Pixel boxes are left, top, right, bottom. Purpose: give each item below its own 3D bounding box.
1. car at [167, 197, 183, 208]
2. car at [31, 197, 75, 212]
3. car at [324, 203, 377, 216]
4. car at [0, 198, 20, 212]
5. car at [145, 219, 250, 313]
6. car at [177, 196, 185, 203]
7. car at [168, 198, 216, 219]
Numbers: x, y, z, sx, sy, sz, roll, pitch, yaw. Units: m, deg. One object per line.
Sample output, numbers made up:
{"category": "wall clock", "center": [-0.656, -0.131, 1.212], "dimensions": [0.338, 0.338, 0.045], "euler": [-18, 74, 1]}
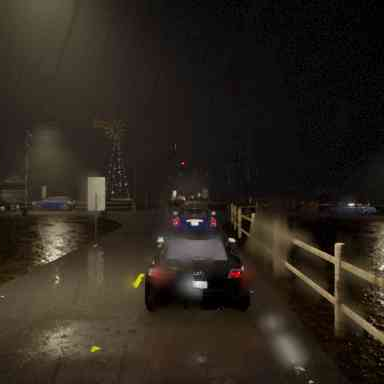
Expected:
{"category": "car", "center": [-2.837, 1.771, 52.312], "dimensions": [1.895, 1.301, 4.718], "euler": [0, 0, 2]}
{"category": "car", "center": [-15.792, 1.300, 37.899], "dimensions": [4.553, 1.767, 2.097], "euler": [1, -2, -3]}
{"category": "car", "center": [17.908, 1.950, 37.662], "dimensions": [5.357, 1.411, 2.033], "euler": [1, -2, 0]}
{"category": "car", "center": [-20.255, 1.292, 34.093], "dimensions": [4.892, 1.490, 1.837], "euler": [1, -2, 0]}
{"category": "car", "center": [0.110, 1.573, 7.749], "dimensions": [1.994, 1.385, 4.181], "euler": [0, 0, 0]}
{"category": "car", "center": [-2.620, 1.841, 79.941], "dimensions": [1.882, 1.535, 5.008], "euler": [0, 0, 0]}
{"category": "car", "center": [0.122, 1.380, 16.392], "dimensions": [2.097, 1.767, 4.553], "euler": [0, 0, 0]}
